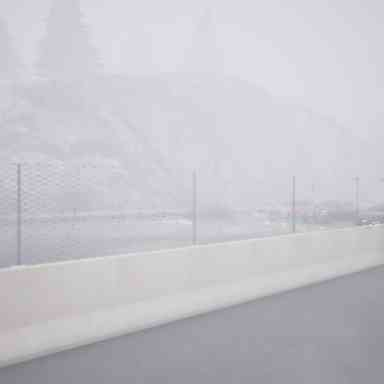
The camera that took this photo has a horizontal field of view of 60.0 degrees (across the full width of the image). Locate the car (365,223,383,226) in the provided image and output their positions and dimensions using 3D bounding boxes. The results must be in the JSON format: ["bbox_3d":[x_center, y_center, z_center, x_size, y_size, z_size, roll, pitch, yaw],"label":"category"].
[{"bbox_3d":[12.202,1.501,20.859,4.892,1.490,1.837,0,0,-32],"label":"car"}]
